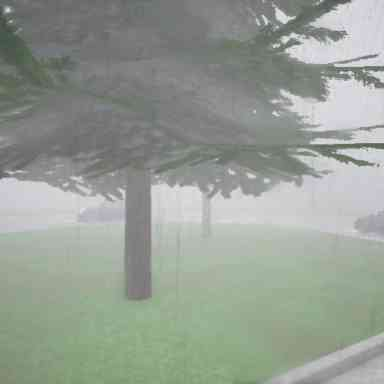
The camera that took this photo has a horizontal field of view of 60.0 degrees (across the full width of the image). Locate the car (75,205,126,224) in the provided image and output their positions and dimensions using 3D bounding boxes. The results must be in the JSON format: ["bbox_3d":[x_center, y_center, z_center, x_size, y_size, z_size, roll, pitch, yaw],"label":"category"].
[{"bbox_3d":[-5.815,1.242,23.338,4.553,1.767,2.097,0,1,-23],"label":"car"}]

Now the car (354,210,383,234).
[{"bbox_3d":[10.153,1.535,16.569,1.994,1.385,4.181,0,0,-13],"label":"car"}]
